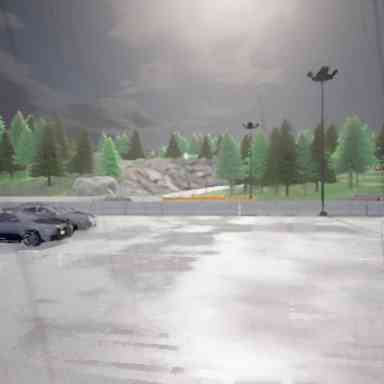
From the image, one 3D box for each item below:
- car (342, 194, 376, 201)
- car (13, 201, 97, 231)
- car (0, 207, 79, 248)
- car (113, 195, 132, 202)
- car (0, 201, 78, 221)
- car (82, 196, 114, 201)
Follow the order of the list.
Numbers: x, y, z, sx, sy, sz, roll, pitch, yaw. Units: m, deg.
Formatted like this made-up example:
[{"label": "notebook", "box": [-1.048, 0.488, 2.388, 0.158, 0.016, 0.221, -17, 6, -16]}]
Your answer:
[{"label": "car", "box": [22.709, 0.972, 45.292, 4.181, 1.385, 1.994, 0, 1, 30]}, {"label": "car", "box": [-7.551, 1.398, 17.703, 4.902, 1.511, 2.128, 0, 1, 9]}, {"label": "car", "box": [-7.350, 1.500, 14.129, 4.181, 1.385, 1.994, 0, 1, 9]}, {"label": "car", "box": [-10.258, 1.194, 43.135, 4.902, 1.511, 2.128, 0, 1, 9]}, {"label": "car", "box": [-11.721, 1.420, 25.449, 5.357, 1.411, 2.033, 0, 1, 9]}, {"label": "car", "box": [-11.350, 1.374, 36.224, 4.718, 1.301, 1.895, 0, 1, 9]}]
